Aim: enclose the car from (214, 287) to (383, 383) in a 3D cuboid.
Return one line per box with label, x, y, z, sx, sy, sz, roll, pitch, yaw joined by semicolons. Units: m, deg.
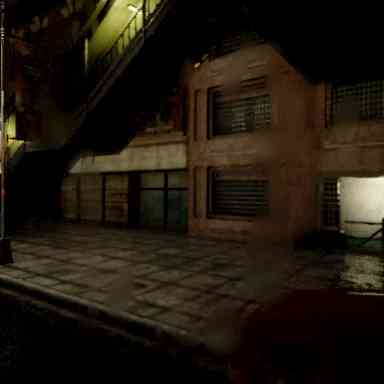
car;2.683;1.240;1.407;5.566;2.045;2.435;1;0;35
